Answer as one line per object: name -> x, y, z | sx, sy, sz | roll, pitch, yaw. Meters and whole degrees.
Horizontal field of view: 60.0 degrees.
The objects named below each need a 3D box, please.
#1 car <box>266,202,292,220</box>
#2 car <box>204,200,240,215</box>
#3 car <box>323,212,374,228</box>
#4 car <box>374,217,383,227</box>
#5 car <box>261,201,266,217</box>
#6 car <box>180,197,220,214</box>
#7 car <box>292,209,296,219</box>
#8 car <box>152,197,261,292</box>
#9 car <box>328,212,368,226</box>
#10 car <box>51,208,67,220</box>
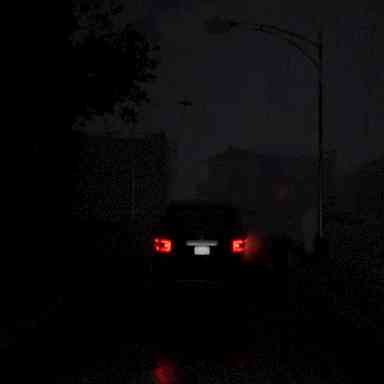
car -> 9.757, 2.321, 43.677 | 2.435, 2.045, 5.566 | 7, -3, -32
car -> 3.811, 1.925, 42.483 | 2.185, 1.767, 4.553 | 4, -2, -32
car -> 16.339, 2.934, 35.398 | 5.008, 1.535, 1.882 | 6, -2, -18
car -> 24.473, 3.999, 46.618 | 2.002, 1.452, 4.674 | 7, -3, -31
car -> 6.773, 2.165, 43.051 | 2.185, 1.767, 4.553 | 6, -3, -32
car -> 0.945, 1.645, 41.827 | 2.435, 2.045, 5.566 | 1, -1, -31
car -> 12.575, 2.843, 44.447 | 1.946, 1.575, 5.366 | 6, -3, -31
car -> 0.232, 1.260, 9.147 | 2.150, 2.045, 5.566 | 0, -1, 1
car -> 21.514, 3.721, 46.035 | 2.002, 1.452, 4.674 | 6, -2, -31
car -> -14.527, 2.218, 33.684 | 5.357, 1.411, 2.033 | -2, -1, 17
